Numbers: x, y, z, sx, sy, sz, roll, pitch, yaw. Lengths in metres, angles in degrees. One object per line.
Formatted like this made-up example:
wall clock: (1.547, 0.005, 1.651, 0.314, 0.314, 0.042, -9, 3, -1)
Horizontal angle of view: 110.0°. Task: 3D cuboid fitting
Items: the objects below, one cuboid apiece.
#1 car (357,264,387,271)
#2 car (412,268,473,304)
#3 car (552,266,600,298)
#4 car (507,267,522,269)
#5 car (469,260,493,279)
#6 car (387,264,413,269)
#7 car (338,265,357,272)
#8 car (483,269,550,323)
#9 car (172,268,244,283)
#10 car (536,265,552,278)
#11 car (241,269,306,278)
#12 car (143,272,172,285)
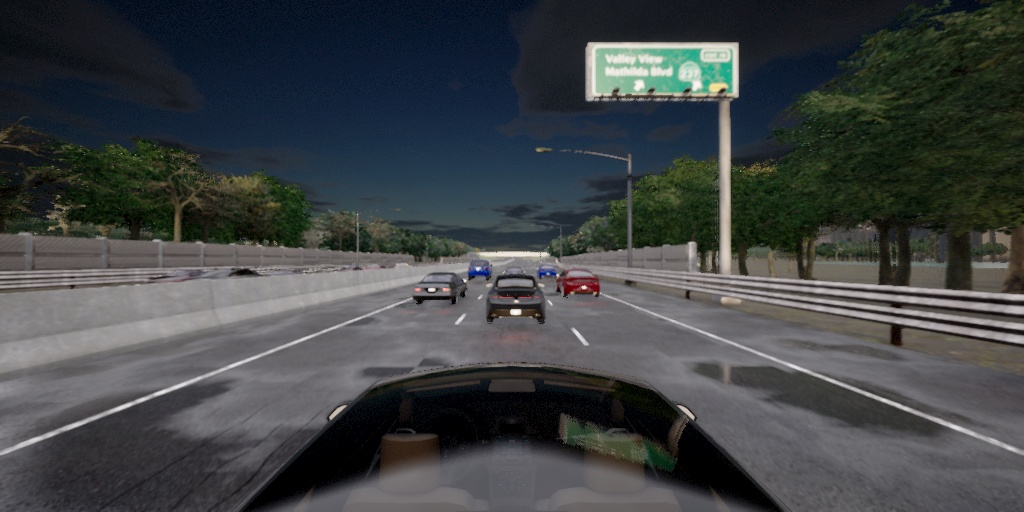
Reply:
car: (-17.360, 1.784, 45.644, 1.882, 1.535, 5.008, 0, -1, 1)
car: (-3.364, 1.500, 17.571, 2.033, 1.411, 5.357, 0, -1, 0)
car: (3.649, 1.467, 20.535, 1.882, 1.535, 5.008, 0, -1, 0)
car: (0.215, 1.690, 32.669, 2.033, 1.411, 5.357, 0, -1, 0)
car: (-3.251, 1.420, 37.129, 2.150, 2.045, 5.566, 0, -1, 0)
car: (-13.858, 1.788, 45.921, 1.882, 1.535, 5.008, 0, -1, 1)
car: (-20.846, 1.883, 46.635, 1.994, 1.385, 4.181, 0, -1, 1)
car: (0.118, 1.397, 12.774, 1.837, 1.490, 4.892, 0, -1, 0)
car: (-17.543, 1.514, 22.092, 1.837, 1.490, 4.892, 0, -1, 0)
car: (3.769, 1.707, 39.497, 1.882, 1.535, 5.008, 0, -1, 0)
car: (-14.042, 1.574, 22.199, 1.994, 1.385, 4.181, 0, -1, 0)
car: (-21.038, 1.586, 23.102, 1.994, 1.385, 4.181, 0, -1, 0)
